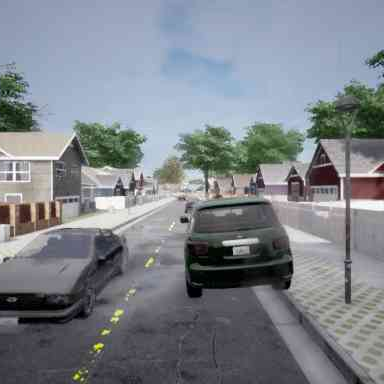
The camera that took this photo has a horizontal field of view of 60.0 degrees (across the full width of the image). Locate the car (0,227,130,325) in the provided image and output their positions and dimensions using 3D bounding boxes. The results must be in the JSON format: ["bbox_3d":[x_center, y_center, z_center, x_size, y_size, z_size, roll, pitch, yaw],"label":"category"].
[{"bbox_3d":[-2.725,1.543,7.625,2.033,1.411,5.357,0,0,0],"label":"car"}]

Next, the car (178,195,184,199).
[{"bbox_3d":[-2.468,1.416,81.832,2.033,1.411,5.357,0,0,0],"label":"car"}]

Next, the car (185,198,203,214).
[{"bbox_3d":[0.193,1.461,36.222,1.837,1.490,4.892,0,0,0],"label":"car"}]

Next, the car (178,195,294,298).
[{"bbox_3d":[0.903,1.143,8.661,2.150,2.045,5.566,-5,0,0],"label":"car"}]
